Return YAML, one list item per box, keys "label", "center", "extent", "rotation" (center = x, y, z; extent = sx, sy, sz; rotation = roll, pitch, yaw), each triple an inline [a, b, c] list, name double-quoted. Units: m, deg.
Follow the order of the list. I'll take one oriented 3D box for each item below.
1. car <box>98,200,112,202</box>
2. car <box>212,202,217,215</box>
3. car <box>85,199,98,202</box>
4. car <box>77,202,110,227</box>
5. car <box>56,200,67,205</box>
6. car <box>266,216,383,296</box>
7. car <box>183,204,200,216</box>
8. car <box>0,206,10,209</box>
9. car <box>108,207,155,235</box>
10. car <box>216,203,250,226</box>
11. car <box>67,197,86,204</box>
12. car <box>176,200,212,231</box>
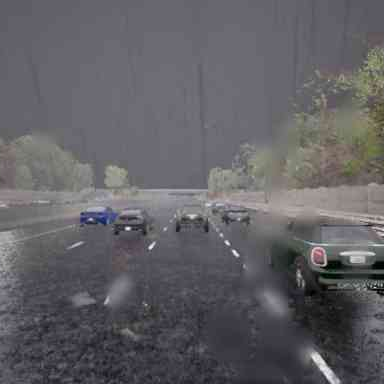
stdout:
- label: "car"
  center: [-17.710, 2.367, 70.386]
  extent: [1.994, 1.385, 4.181]
  rotation: [0, -1, 0]
- label: "car"
  center: [3.375, 2.023, 41.004]
  extent: [1.812, 1.442, 4.674]
  rotation: [0, -1, 0]
- label: "car"
  center: [-21.218, 2.438, 73.064]
  extent: [1.895, 1.301, 4.718]
  rotation: [0, -1, 0]
- label: "car"
  center: [-6.977, 1.769, 25.386]
  extent: [1.882, 1.535, 5.008]
  rotation: [0, -1, 0]
- label: "car"
  center: [-28.217, 2.384, 73.074]
  extent: [1.994, 1.385, 4.181]
  rotation: [0, -1, 0]
- label: "car"
  center: [3.470, 1.464, 9.096]
  extent: [2.097, 1.767, 4.553]
  rotation: [0, -1, 0]
- label: "car"
  center: [-0.019, 2.075, 39.574]
  extent: [1.895, 1.301, 4.718]
  rotation: [0, -1, 0]
- label: "car"
  center: [-17.691, 1.930, 29.972]
  extent: [1.895, 1.301, 4.718]
  rotation: [0, -1, 0]
- label: "car"
  center: [-3.464, 1.742, 20.394]
  extent: [1.837, 1.490, 4.892]
  rotation: [0, -1, 0]
- label: "car"
  center: [3.418, 1.816, 26.692]
  extent: [2.128, 1.511, 4.902]
  rotation: [0, -1, 0]
- label: "car"
  center: [-24.717, 2.062, 73.059]
  extent: [2.150, 2.045, 5.566]
  rotation: [0, -1, 0]
- label: "car"
  center: [0.030, 1.622, 22.686]
  extent: [2.097, 1.767, 4.553]
  rotation: [0, -1, 0]
